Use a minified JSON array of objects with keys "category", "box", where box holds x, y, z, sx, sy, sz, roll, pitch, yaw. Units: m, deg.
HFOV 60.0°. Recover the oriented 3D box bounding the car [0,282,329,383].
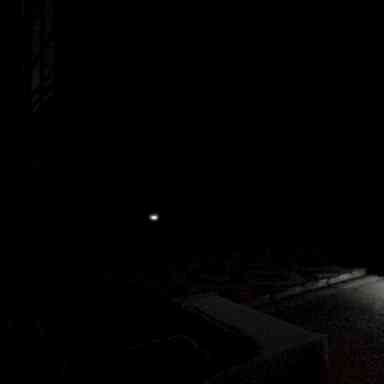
[{"category":"car","box":[-1.048,1.601,2.627,4.718,1.301,1.895,0,0,-36]}]
